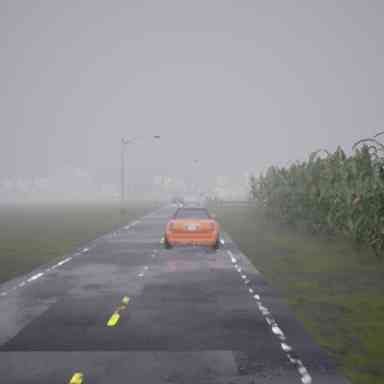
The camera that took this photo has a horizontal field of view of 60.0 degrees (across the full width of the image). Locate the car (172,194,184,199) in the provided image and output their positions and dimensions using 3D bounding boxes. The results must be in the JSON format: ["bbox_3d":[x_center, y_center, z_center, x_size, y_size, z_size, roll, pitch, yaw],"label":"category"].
[{"bbox_3d":[-2.750,1.366,65.630,2.150,2.045,5.566,0,0,0],"label":"car"}]

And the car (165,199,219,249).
[{"bbox_3d":[0.001,1.371,14.622,2.097,1.767,4.553,0,0,0],"label":"car"}]
